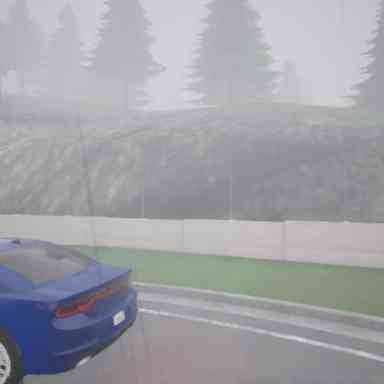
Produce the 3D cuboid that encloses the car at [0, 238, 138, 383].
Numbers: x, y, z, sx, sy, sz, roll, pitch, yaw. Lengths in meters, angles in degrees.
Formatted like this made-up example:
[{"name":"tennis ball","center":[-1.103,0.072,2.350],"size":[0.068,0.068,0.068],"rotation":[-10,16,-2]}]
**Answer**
[{"name":"car","center":[-3.280,1.444,4.979],"size":[5.008,1.535,1.882],"rotation":[0,0,18]}]
